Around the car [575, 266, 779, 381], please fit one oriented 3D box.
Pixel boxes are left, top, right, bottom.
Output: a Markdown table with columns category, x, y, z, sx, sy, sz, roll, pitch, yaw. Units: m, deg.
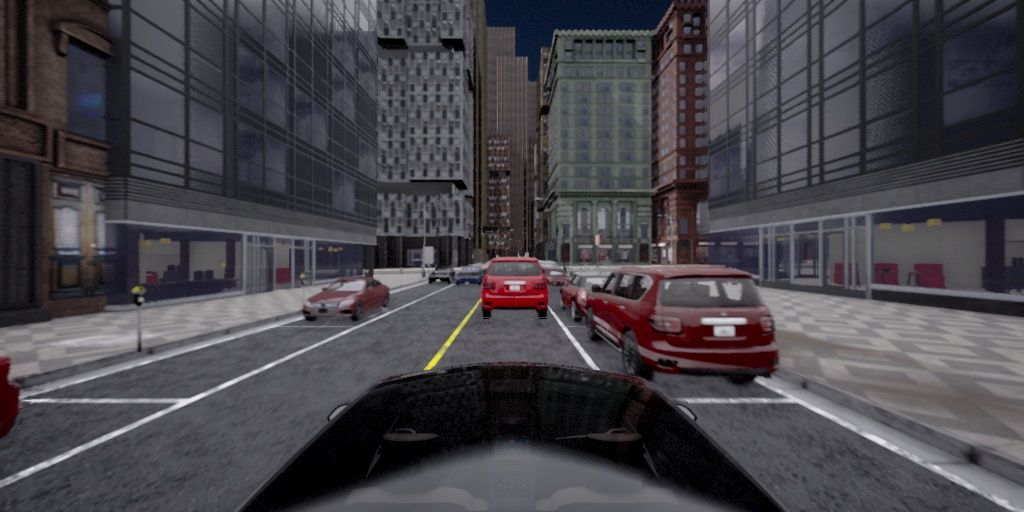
| category | x | y | z | sx | sy | sz | roll | pitch | yaw |
| --- | --- | --- | --- | --- | --- | --- | --- | --- | --- |
| car | 2.857 | 1.110 | 7.193 | 2.192 | 1.841 | 5.009 | 0 | 0 | 0 |

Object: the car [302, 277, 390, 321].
| category | x | y | z | sx | sy | sz | roll | pitch | yaw |
| --- | --- | --- | --- | --- | --- | --- | --- | --- | --- |
| car | -5.668 | 1.423 | 12.840 | 1.802 | 1.307 | 4.207 | 0 | 0 | 0 |

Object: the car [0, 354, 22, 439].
| category | x | y | z | sx | sy | sz | roll | pitch | yaw |
| --- | --- | --- | --- | --- | --- | --- | --- | --- | --- |
| car | -5.668 | 1.294 | 1.542 | 1.888 | 1.381 | 4.507 | 0 | 0 | 0 |

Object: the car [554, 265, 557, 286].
| category | x | y | z | sx | sy | sz | roll | pitch | yaw |
| --- | --- | --- | --- | --- | --- | --- | --- | --- | --- |
| car | 2.857 | 1.511 | 24.140 | 1.802 | 1.307 | 4.207 | 0 | 0 | 0 |

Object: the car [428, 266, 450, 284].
| category | x | y | z | sx | sy | sz | roll | pitch | yaw |
| --- | --- | --- | --- | --- | --- | --- | --- | --- | --- |
| car | -5.669 | 1.536 | 29.788 | 1.948 | 1.339 | 4.313 | 0 | 0 | 0 |

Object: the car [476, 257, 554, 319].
| category | x | y | z | sx | sy | sz | roll | pitch | yaw |
| --- | --- | --- | --- | --- | --- | --- | --- | --- | --- |
| car | 0.090 | 1.069 | 13.471 | 2.150 | 2.045 | 5.566 | 0 | 0 | 0 |

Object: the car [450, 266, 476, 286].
| category | x | y | z | sx | sy | sz | roll | pitch | yaw |
| --- | --- | --- | --- | --- | --- | --- | --- | --- | --- |
| car | -3.096 | 1.502 | 27.510 | 2.033 | 1.411 | 5.357 | 0 | 0 | 0 |

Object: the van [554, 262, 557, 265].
| category | x | y | z | sx | sy | sz | roll | pitch | yaw |
| --- | --- | --- | --- | --- | --- | --- | --- | --- | --- |
| van | 2.857 | 1.312 | 29.789 | 1.690 | 1.789 | 3.998 | 0 | 0 | 0 |

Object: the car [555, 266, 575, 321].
| category | x | y | z | sx | sy | sz | roll | pitch | yaw |
| --- | --- | --- | --- | --- | --- | --- | --- | --- | --- |
| car | 2.857 | 1.281 | 12.842 | 1.967 | 1.591 | 4.097 | 0 | 0 | 0 |
